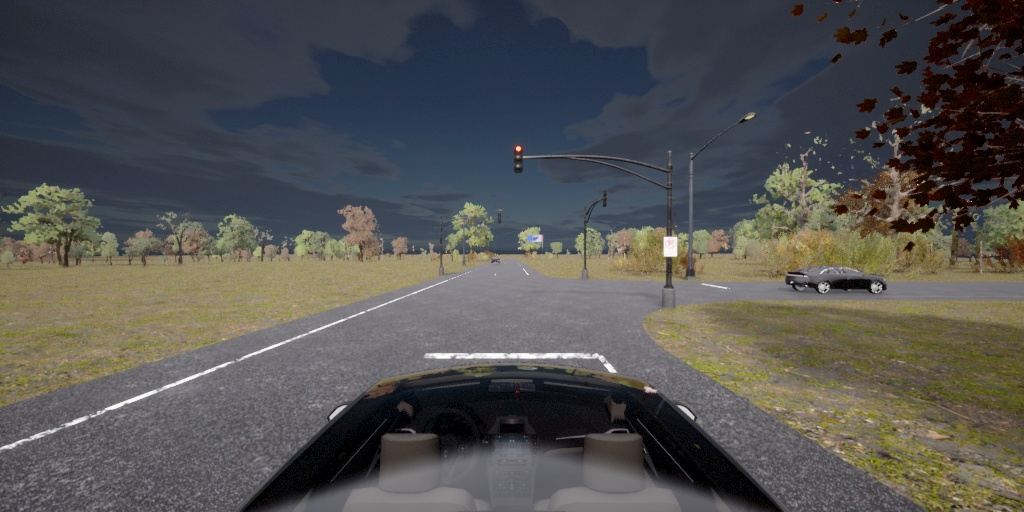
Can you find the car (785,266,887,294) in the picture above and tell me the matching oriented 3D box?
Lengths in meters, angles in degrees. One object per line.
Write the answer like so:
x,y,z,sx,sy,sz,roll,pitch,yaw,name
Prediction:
18.329,1.308,20.360,4.902,1.511,2.128,0,1,0,car
